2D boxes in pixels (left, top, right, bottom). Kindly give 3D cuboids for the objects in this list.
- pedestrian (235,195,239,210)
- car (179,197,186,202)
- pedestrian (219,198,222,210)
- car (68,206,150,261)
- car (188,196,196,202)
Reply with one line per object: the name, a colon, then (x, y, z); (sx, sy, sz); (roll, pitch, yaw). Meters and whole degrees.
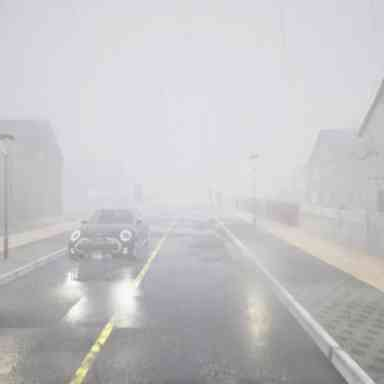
pedestrian: (5.519, 1.250, 40.602); (0.375, 1.860, 0.375); (-1, 0, 0)
car: (-2.731, 2.115, 94.555); (2.128, 1.511, 4.902); (0, -1, 0)
pedestrian: (3.518, 1.244, 41.202); (0.375, 1.860, 0.375); (-1, 0, 0)
car: (-2.847, 1.351, 12.252); (2.097, 1.767, 4.553); (0, 0, 0)
car: (0.017, 1.903, 87.243); (1.994, 1.385, 4.181); (0, -1, 0)
